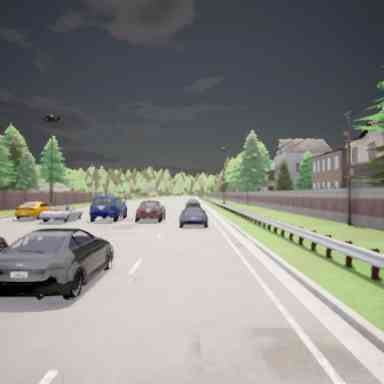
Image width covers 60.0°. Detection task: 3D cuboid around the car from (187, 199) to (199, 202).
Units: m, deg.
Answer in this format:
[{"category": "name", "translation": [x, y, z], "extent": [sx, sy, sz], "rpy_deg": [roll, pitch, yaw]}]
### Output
[{"category": "car", "translation": [0.132, 1.707, 41.652], "extent": [1.837, 1.490, 4.892], "rpy_deg": [0, 0, 0]}]

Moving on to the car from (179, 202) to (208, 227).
[{"category": "car", "translation": [0.119, 1.680, 23.788], "extent": [1.994, 1.385, 4.181], "rpy_deg": [0, 0, 0]}]

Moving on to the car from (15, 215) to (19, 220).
[{"category": "car", "translation": [-6.907, 1.570, 9.016], "extent": [1.812, 1.442, 4.674], "rpy_deg": [0, 0, 0]}]

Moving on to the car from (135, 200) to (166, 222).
[{"category": "car", "translation": [-3.378, 1.488, 27.847], "extent": [2.097, 1.767, 4.553], "rpy_deg": [0, 0, 0]}]

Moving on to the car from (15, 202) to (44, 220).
[{"category": "car", "translation": [-13.877, 1.623, 29.829], "extent": [1.882, 1.535, 5.008], "rpy_deg": [0, 0, 0]}]

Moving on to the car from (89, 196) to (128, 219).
[{"category": "car", "translation": [-6.878, 1.357, 27.845], "extent": [2.150, 2.045, 5.566], "rpy_deg": [0, 0, 0]}]

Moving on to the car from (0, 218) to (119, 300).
[{"category": "car", "translation": [-3.393, 1.606, 8.541], "extent": [1.994, 1.385, 4.181], "rpy_deg": [0, 0, 0]}]

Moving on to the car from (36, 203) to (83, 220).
[{"category": "car", "translation": [-10.379, 1.732, 26.895], "extent": [1.895, 1.301, 4.718], "rpy_deg": [0, 0, 0]}]
